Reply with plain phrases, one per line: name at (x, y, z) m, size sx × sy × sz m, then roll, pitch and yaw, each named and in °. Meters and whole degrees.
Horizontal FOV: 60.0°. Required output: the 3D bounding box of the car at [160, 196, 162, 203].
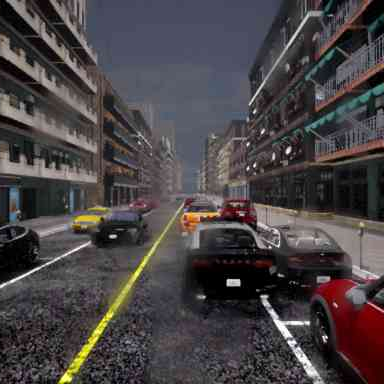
car at (-5.770, 1.573, 48.402) m, size 1.802 × 1.307 × 4.206 m, roll 0°, pitch 0°, yaw 0°

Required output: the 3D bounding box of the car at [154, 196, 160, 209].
car at (-5.759, 1.308, 42.765) m, size 2.192 × 1.841 × 5.009 m, roll 0°, pitch 0°, yaw 0°

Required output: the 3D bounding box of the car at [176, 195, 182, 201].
car at (-3.142, 1.524, 83.719) m, size 2.033 × 1.411 × 5.357 m, roll 0°, pitch 0°, yaw 0°

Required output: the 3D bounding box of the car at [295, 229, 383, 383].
car at (2.688, 1.440, 3.321) m, size 1.967 × 1.590 × 4.097 m, roll 0°, pitch 0°, yaw 0°

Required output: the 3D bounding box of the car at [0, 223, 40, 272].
car at (-5.703, 1.566, 8.945) m, size 1.947 × 1.339 × 4.313 m, roll 0°, pitch 0°, yaw 0°

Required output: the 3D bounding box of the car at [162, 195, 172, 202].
car at (-5.818, 1.420, 76.583) m, size 1.967 × 1.590 × 4.097 m, roll 0°, pitch 0°, yaw 0°

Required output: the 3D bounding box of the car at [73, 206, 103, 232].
car at (-5.722, 1.524, 20.049) m, size 1.752 × 1.417 × 4.829 m, roll 0°, pitch 0°, yaw 0°

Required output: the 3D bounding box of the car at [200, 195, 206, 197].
car at (0.815, 1.351, 24.426) m, size 2.097 × 1.767 × 4.553 m, roll 0°, pitch 0°, yaw 0°

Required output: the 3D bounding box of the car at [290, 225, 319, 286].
car at (2.678, 1.551, 8.957) m, size 2.008 × 1.369 × 4.403 m, roll 0°, pitch 0°, yaw 0°

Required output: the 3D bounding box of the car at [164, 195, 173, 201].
car at (-5.827, 1.522, 82.220) m, size 1.887 × 1.381 × 4.507 m, roll 0°, pitch 0°, yaw 0°

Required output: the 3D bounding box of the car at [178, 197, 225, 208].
car at (0.586, 1.354, 18.487) m, size 2.097 × 1.767 × 4.553 m, roll 0°, pitch 0°, yaw 4°

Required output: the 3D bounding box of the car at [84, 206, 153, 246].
car at (-3.124, 1.563, 15.129) m, size 1.994 × 1.385 × 4.181 m, roll 0°, pitch 0°, yaw 0°

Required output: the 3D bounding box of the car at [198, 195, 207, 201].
car at (2.553, 1.522, 82.230) m, size 1.887 × 1.381 × 4.507 m, roll 0°, pitch 0°, yaw 0°

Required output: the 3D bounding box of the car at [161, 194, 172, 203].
car at (-5.807, 1.297, 70.947) m, size 2.192 × 1.841 × 5.009 m, roll 0°, pitch 0°, yaw 0°

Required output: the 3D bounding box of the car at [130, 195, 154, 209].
car at (-5.751, 1.435, 37.129) m, size 1.967 × 1.590 × 4.097 m, roll 0°, pitch 0°, yaw 0°

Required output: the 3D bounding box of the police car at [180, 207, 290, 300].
police car at (0.749, 1.424, 8.566) m, size 1.930 × 1.638 × 5.238 m, roll 0°, pitch 0°, yaw 0°

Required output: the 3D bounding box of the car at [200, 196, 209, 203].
car at (2.572, 1.507, 71.127) m, size 1.752 × 1.417 × 4.829 m, roll 0°, pitch 0°, yaw 0°

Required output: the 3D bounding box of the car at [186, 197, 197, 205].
car at (-0.099, 1.588, 59.031) m, size 1.895 × 1.301 × 4.718 m, roll 0°, pitch 0°, yaw 0°

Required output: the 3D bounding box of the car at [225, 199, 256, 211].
car at (2.660, 1.313, 20.230) m, size 2.192 × 1.841 × 5.009 m, roll 0°, pitch 0°, yaw 0°
